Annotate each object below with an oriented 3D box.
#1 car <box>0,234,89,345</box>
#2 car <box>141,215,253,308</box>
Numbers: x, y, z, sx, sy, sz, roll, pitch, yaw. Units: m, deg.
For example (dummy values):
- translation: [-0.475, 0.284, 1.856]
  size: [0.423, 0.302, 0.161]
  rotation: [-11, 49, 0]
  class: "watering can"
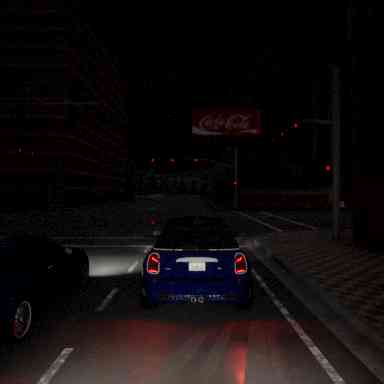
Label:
- translation: [-3.420, 1.526, 6.263]
  size: [1.812, 1.442, 4.674]
  rotation: [0, 0, 0]
  class: "car"
- translation: [0.086, 1.352, 8.058]
  size: [2.097, 1.767, 4.553]
  rotation: [0, 0, 0]
  class: "car"
